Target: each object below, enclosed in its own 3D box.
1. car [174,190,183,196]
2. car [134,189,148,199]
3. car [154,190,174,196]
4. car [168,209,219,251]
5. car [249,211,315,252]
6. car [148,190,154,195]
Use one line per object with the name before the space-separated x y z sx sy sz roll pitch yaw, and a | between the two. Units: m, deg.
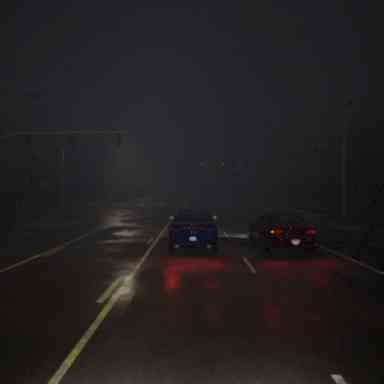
car | -4.231 0.326 88.773 1.837 1.490 4.892 -1 1 -32
car | -10.772 0.414 68.531 2.150 2.045 5.566 0 1 -11
car | -7.327 0.380 87.139 1.812 1.442 4.674 -1 1 -32
car | 0.057 1.459 14.092 1.882 1.535 5.008 0 0 0
car | 3.555 1.510 13.639 1.812 1.442 4.674 0 0 0
car | -12.597 0.124 93.914 1.837 1.490 4.892 -1 1 -45
